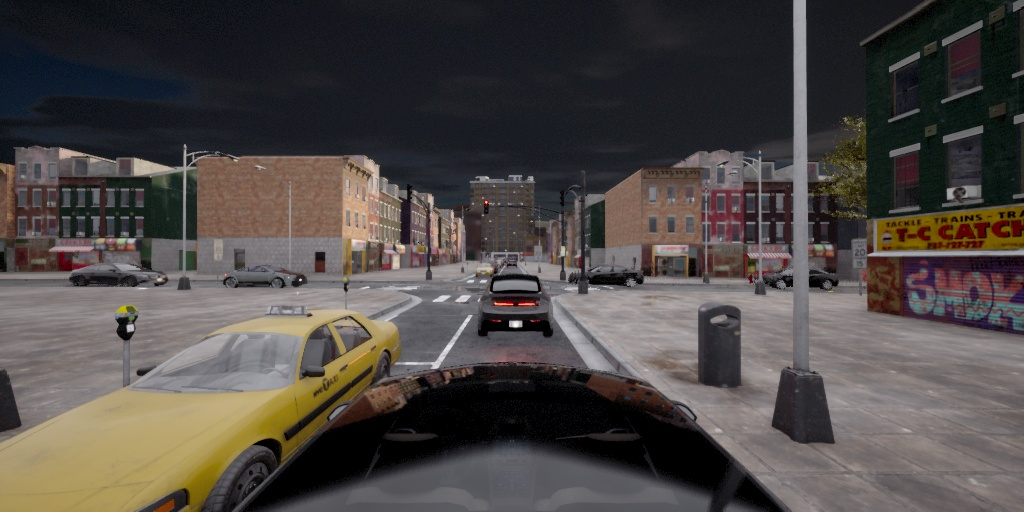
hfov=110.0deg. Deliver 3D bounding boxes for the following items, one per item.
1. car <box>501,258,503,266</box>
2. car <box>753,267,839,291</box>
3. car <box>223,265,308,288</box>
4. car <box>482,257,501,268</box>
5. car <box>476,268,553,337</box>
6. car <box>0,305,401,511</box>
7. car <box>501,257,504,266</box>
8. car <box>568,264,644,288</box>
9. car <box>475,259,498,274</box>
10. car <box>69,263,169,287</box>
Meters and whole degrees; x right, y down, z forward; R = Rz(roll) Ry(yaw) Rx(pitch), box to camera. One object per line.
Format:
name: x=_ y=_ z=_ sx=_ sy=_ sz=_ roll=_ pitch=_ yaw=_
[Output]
car: x=-2.707 y=1.357 z=52.417 sx=2.007 sy=1.370 sz=4.403 roll=0 pitch=0 yaw=0
car: x=19.187 y=1.494 z=24.366 sx=5.008 sy=1.535 sz=1.882 roll=1 pitch=0 yaw=0
car: x=-14.504 y=1.220 z=21.203 sx=4.181 sy=1.385 sz=1.994 roll=0 pitch=0 yaw=0
car: x=-2.692 y=1.100 z=41.529 sx=2.192 sy=1.841 sz=5.009 roll=0 pitch=0 yaw=0
car: x=0.084 y=1.257 z=10.342 sx=1.837 sy=1.490 sz=4.892 roll=0 pitch=0 yaw=0
car: x=-2.641 y=1.276 z=3.959 sx=1.751 sy=1.417 sz=4.829 roll=0 pitch=0 yaw=0
car: x=-2.721 y=1.358 z=63.134 sx=1.751 sy=1.417 sz=4.829 roll=0 pitch=0 yaw=0
car: x=6.318 y=1.320 z=24.293 sx=5.008 sy=1.535 sz=1.882 roll=1 pitch=0 yaw=0
car: x=-2.684 y=1.302 z=35.916 sx=1.751 sy=1.417 sz=4.829 roll=0 pitch=0 yaw=0
car: x=-23.142 y=1.120 z=21.150 sx=4.674 sy=1.442 sz=1.812 roll=0 pitch=0 yaw=0
